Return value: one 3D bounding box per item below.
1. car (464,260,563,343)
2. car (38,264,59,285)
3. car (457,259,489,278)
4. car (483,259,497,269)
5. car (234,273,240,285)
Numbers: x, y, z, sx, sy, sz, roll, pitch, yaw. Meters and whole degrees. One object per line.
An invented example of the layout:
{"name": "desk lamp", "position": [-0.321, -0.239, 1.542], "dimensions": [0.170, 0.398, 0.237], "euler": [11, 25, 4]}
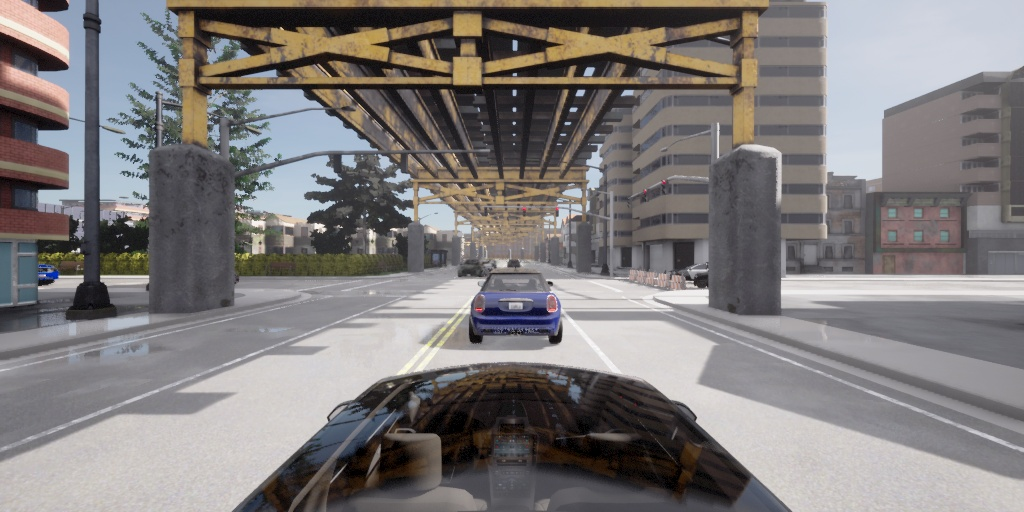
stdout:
{"name": "car", "position": [0.100, 1.093, 9.833], "dimensions": [2.097, 1.767, 4.553], "euler": [0, 0, 1]}
{"name": "car", "position": [-32.242, 0.877, 22.561], "dimensions": [5.566, 2.045, 2.150], "euler": [0, 0, 1]}
{"name": "car", "position": [-3.601, 1.055, 32.666], "dimensions": [2.097, 1.767, 4.553], "euler": [0, 0, 2]}
{"name": "car", "position": [-3.394, 1.198, 56.285], "dimensions": [1.812, 1.442, 4.674], "euler": [0, 0, 1]}
{"name": "car", "position": [-19.795, 1.207, 22.481], "dimensions": [4.674, 1.442, 1.812], "euler": [0, 0, 0]}
